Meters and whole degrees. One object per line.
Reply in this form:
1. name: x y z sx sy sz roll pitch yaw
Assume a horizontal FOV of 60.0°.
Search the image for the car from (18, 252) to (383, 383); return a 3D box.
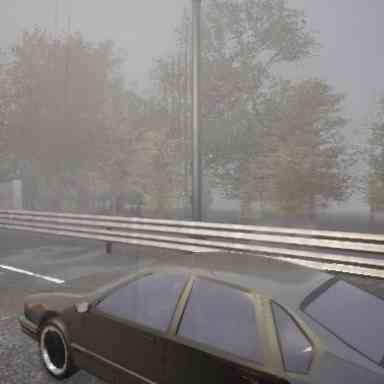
1. car: 0.228 1.415 3.599 5.357 1.411 2.033 0 0 38
